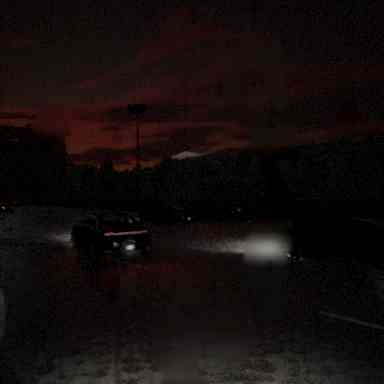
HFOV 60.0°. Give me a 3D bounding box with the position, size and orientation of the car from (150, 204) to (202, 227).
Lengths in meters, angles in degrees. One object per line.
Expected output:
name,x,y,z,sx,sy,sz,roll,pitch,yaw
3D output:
car,-1.777,1.520,22.832,1.812,1.442,4.674,-1,0,-45

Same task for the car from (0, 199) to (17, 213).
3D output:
car,-22.372,1.789,38.621,1.994,1.385,4.181,-1,0,-45

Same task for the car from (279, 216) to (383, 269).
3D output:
car,5.030,1.490,11.019,1.994,1.385,4.181,-1,0,-45

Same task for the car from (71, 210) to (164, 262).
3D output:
car,-3.178,1.515,12.430,2.128,1.511,4.902,-1,0,-31

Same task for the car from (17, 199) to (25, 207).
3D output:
car,-29.928,1.845,56.169,2.033,1.411,5.357,-1,0,-45

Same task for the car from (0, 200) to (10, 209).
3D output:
car,-29.677,1.901,50.951,1.895,1.301,4.718,-1,0,-45

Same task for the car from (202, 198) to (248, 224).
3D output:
car,1.762,1.302,24.242,2.097,1.767,4.553,-1,0,-45
